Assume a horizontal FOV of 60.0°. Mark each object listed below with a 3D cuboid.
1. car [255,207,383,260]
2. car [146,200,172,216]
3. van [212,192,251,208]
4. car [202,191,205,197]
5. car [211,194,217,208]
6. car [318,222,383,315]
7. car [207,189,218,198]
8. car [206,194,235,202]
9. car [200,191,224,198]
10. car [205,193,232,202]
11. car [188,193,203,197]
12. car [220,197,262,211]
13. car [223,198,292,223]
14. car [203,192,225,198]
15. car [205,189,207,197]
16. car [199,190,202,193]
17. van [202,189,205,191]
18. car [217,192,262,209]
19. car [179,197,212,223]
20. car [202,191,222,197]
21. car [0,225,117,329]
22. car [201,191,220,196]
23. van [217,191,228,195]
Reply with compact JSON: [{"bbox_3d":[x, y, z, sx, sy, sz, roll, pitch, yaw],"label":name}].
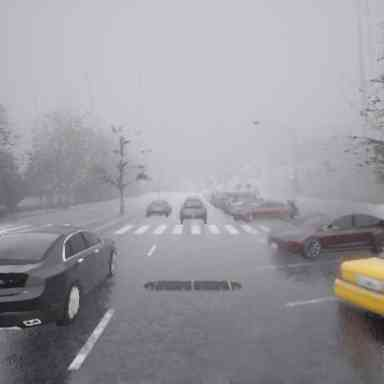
[{"bbox_3d":[5.049,1.455,12.125,4.792,1.488,2.163,1,1,-20],"label":"car"},{"bbox_3d":[-2.891,1.383,29.819,1.994,1.385,4.181,0,0,0],"label":"car"},{"bbox_3d":[4.978,1.000,42.015,4.442,1.987,1.878,1,1,-20],"label":"van"},{"bbox_3d":[4.916,1.079,56.915,5.366,1.575,1.946,1,1,-20],"label":"car"},{"bbox_3d":[5.076,1.268,36.095,4.892,1.521,2.231,1,0,-20],"label":"car"},{"bbox_3d":[5.244,1.462,6.201,5.366,1.575,1.946,1,0,-20],"label":"car"},{"bbox_3d":[5.061,0.995,39.062,5.566,2.045,2.435,1,1,-20],"label":"car"},{"bbox_3d":[5.115,1.074,59.985,4.792,1.488,2.163,0,1,-20],"label":"car"},{"bbox_3d":[4.923,0.633,80.788,5.366,1.575,1.946,0,1,-20],"label":"car"},{"bbox_3d":[5.085,1.035,62.957,4.674,1.452,2.002,0,1,-20],"label":"car"},{"bbox_3d":[0.113,1.246,41.567,1.837,1.490,4.892,0,1,0],"label":"car"},{"bbox_3d":[5.074,1.366,27.149,4.674,1.452,2.002,1,0,-20],"label":"car"},{"bbox_3d":[5.052,1.375,24.130,4.792,1.488,2.163,1,1,-20],"label":"car"},{"bbox_3d":[5.121,0.731,77.885,4.792,1.488,2.163,0,1,-20],"label":"car"},{"bbox_3d":[5.114,0.955,45.058,5.566,2.045,2.435,1,0,-20],"label":"car"},{"bbox_3d":[4.920,0.761,74.824,5.366,1.575,1.946,0,2,-20],"label":"car"},{"bbox_3d":[4.986,0.719,65.884,4.442,1.987,1.878,0,2,-20],"label":"van"},{"bbox_3d":[5.052,1.180,30.120,4.553,1.767,2.185,1,0,-20],"label":"car"},{"bbox_3d":[0.105,1.347,24.047,2.128,1.511,4.902,0,0,0],"label":"car"},{"bbox_3d":[5.092,0.617,83.837,4.674,1.452,2.002,0,1,-20],"label":"car"},{"bbox_3d":[-2.897,1.465,6.994,1.837,1.490,4.892,0,1,0],"label":"car"},{"bbox_3d":[5.109,0.411,92.775,4.892,1.521,2.231,0,1,-20],"label":"car"},{"bbox_3d":[5.192,1.062,33.154,4.442,1.987,1.878,1,0,-20],"label":"van"}]
